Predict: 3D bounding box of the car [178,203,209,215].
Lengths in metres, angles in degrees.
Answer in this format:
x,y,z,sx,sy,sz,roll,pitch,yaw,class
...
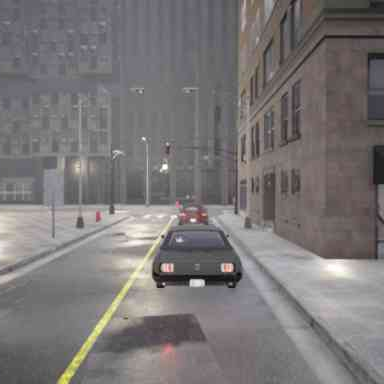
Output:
x,y,z,sx,sy,sz,roll,pitch,yaw,class
0.091,1.403,20.898,1.812,1.442,4.674,0,0,1,car

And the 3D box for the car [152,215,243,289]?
x,y,z,sx,sy,sz,roll,pitch,yaw,class
0.087,1.548,8.968,1.895,1.301,4.718,0,0,-1,car
